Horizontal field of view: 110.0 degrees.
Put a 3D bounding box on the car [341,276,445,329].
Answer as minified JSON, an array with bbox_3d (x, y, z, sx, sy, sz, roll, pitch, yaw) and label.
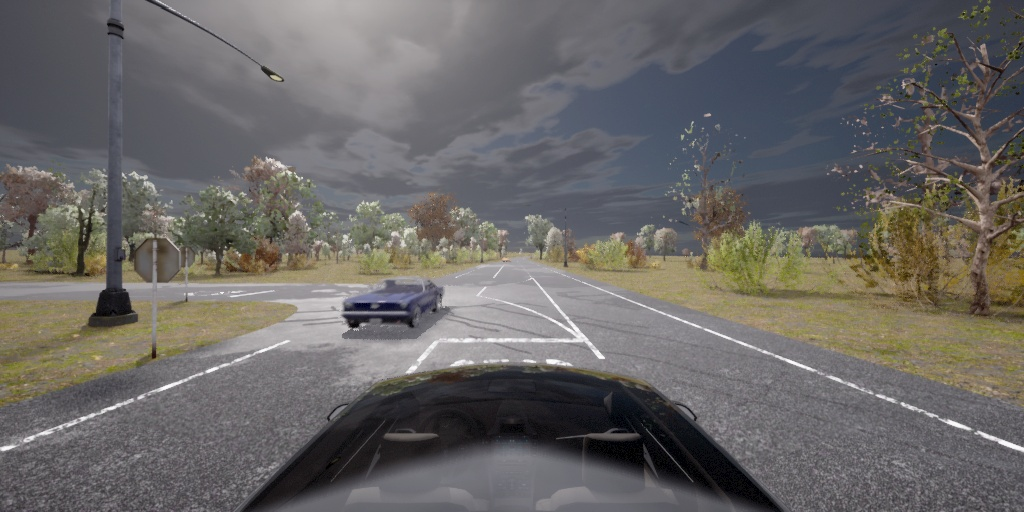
[{"bbox_3d":[-3.493,1.343,11.370,1.895,1.301,4.718,0,0,0],"label":"car"}]
